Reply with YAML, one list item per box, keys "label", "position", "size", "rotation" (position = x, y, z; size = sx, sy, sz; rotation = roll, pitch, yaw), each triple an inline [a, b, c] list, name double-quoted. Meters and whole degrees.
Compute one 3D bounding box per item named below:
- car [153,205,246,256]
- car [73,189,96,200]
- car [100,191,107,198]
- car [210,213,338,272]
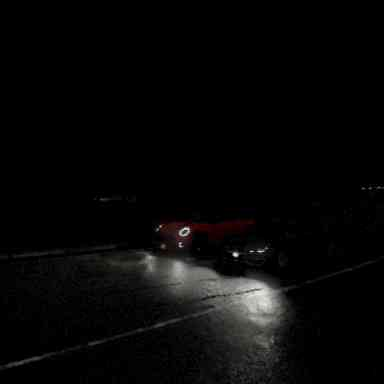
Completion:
- label: "car"
  position: [0.650, 1.438, 13.685]
  size: [4.553, 1.767, 2.097]
  rotation: [1, -1, -41]
- label: "car"
  position: [-20.139, 0.581, 60.992]
  size: [4.902, 1.511, 2.128]
  rotation: [2, 3, 26]
- label: "car"
  position: [-18.615, 0.296, 64.132]
  size: [4.553, 1.767, 2.097]
  rotation: [1, 3, 26]
- label: "car"
  position: [3.096, 1.575, 11.165]
  size: [4.892, 1.490, 1.837]
  rotation: [0, 0, -41]
